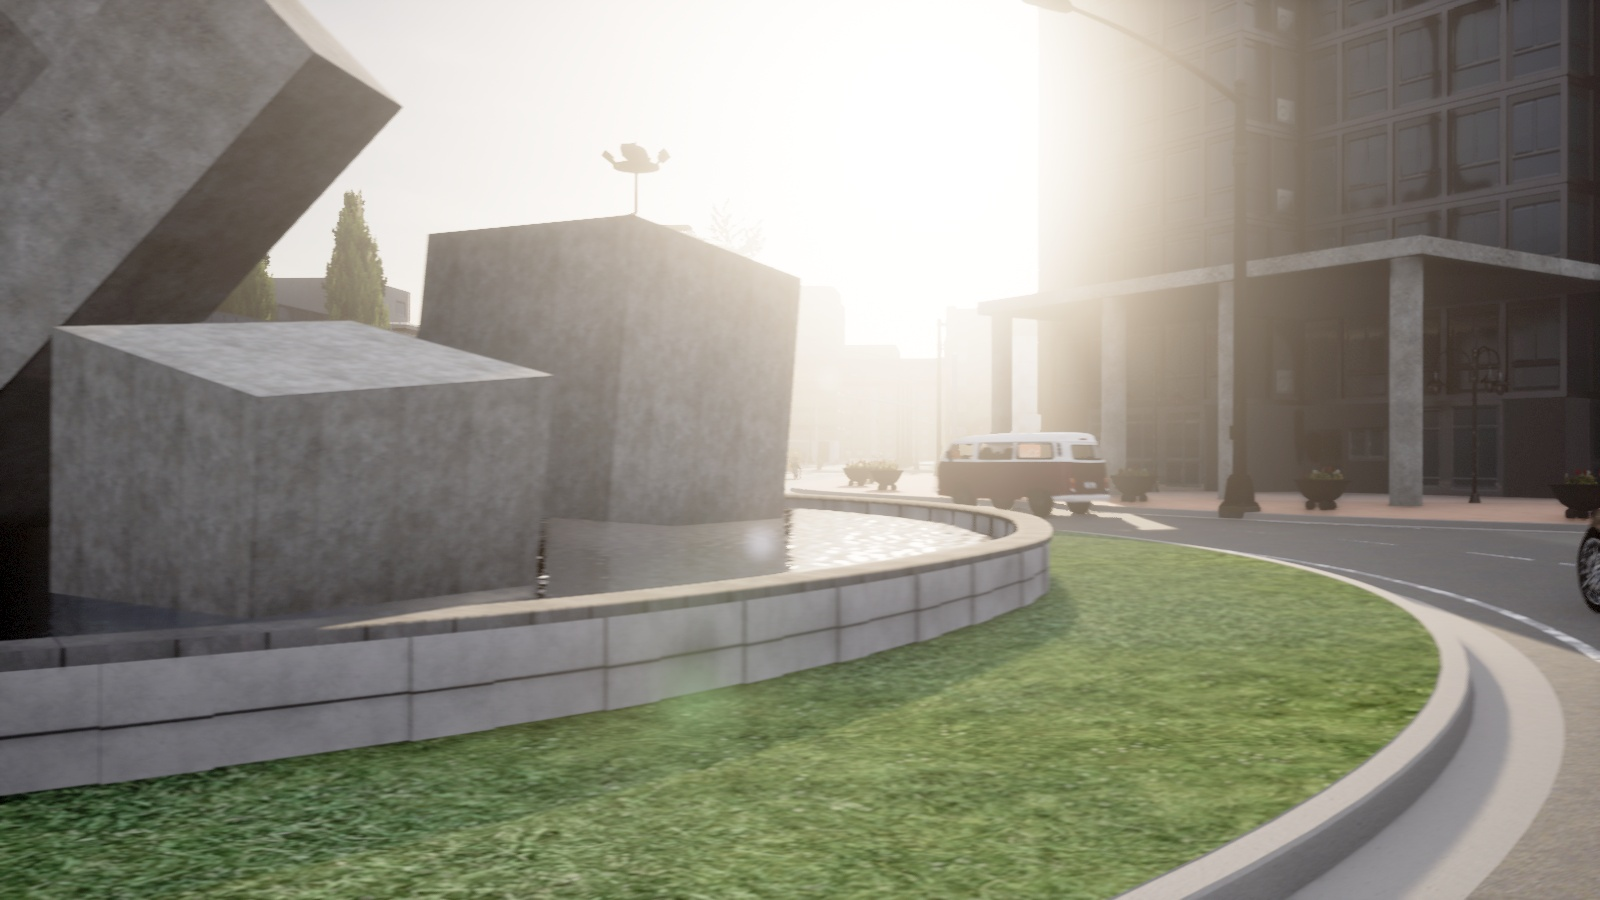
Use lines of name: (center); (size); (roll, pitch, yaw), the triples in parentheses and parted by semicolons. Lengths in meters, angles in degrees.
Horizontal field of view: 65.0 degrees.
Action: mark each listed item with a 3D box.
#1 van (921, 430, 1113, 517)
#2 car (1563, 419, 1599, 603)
van: (5.412, 0.555, 31.736); (2.069, 2.038, 4.480); (0, 0, -41)
car: (7.844, 0.544, 9.994); (2.152, 1.651, 5.027); (0, 0, 21)
